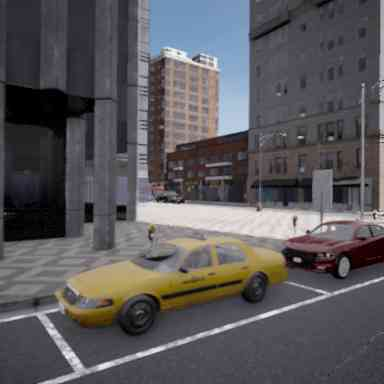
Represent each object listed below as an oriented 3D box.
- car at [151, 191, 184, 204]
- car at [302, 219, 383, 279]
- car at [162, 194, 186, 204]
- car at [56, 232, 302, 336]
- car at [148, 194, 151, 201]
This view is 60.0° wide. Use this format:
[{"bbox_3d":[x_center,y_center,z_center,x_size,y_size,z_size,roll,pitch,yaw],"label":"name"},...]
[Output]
[{"bbox_3d":[-3.557,0.815,50.704,2.150,2.045,5.566,1,0,-35],"label":"car"},{"bbox_3d":[4.611,1.542,10.057,4.507,1.381,1.887,0,1,-36],"label":"car"},{"bbox_3d":[-3.016,1.117,55.333,1.812,1.442,4.674,1,0,-35],"label":"car"},{"bbox_3d":[-0.103,1.524,6.687,4.829,1.417,1.752,0,1,-36],"label":"car"},{"bbox_3d":[-9.368,1.039,64.248,2.033,1.411,5.357,1,0,-35],"label":"car"}]
